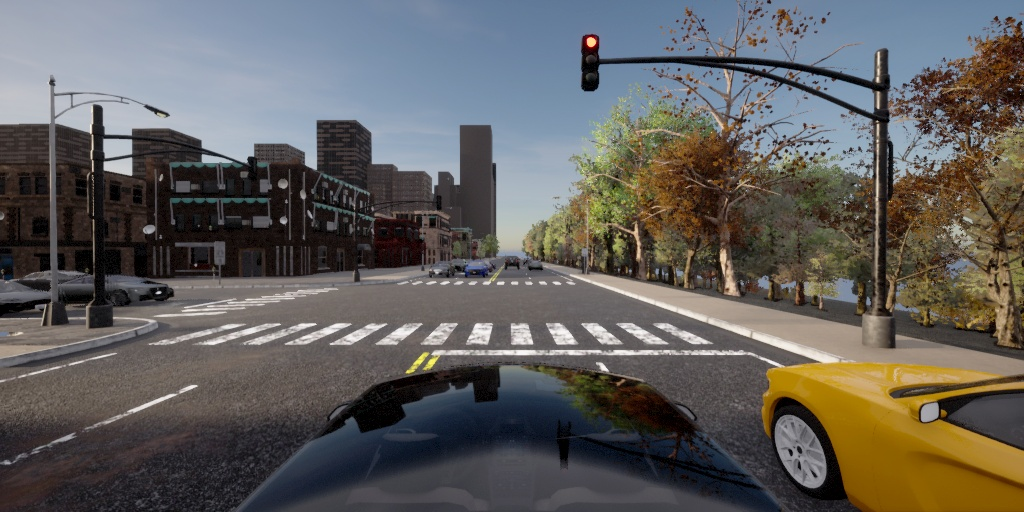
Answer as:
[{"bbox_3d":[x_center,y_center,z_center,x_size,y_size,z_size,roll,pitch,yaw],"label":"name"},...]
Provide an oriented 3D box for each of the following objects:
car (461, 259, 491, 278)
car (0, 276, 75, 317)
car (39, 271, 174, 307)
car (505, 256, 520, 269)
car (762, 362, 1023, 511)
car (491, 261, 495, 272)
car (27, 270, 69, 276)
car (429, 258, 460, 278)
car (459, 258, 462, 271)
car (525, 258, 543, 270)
[{"bbox_3d":[-3.376,1.217,34.733,1.882,1.535,5.008,0,0,0],"label":"car"},{"bbox_3d":[-19.959,1.565,13.537,4.313,1.339,1.948,0,0,0],"label":"car"},{"bbox_3d":[-18.073,1.514,16.278,4.181,1.385,1.994,-1,1,-1],"label":"car"},{"bbox_3d":[0.040,0.951,57.050,2.150,2.045,5.566,0,0,0],"label":"car"},{"bbox_3d":[3.351,1.228,1.432,1.882,1.535,5.008,0,0,0],"label":"car"},{"bbox_3d":[-3.382,1.261,44.130,1.812,1.442,4.674,0,0,0],"label":"car"},{"bbox_3d":[-28.302,1.559,22.040,4.403,1.370,2.007,0,0,0],"label":"car"},{"bbox_3d":[-6.625,1.231,34.342,2.128,1.511,4.902,0,0,0],"label":"car"},{"bbox_3d":[-6.635,1.087,44.216,2.097,1.767,4.553,0,0,0],"label":"car"},{"bbox_3d":[3.297,1.296,51.490,1.994,1.385,4.181,0,0,0],"label":"car"}]
